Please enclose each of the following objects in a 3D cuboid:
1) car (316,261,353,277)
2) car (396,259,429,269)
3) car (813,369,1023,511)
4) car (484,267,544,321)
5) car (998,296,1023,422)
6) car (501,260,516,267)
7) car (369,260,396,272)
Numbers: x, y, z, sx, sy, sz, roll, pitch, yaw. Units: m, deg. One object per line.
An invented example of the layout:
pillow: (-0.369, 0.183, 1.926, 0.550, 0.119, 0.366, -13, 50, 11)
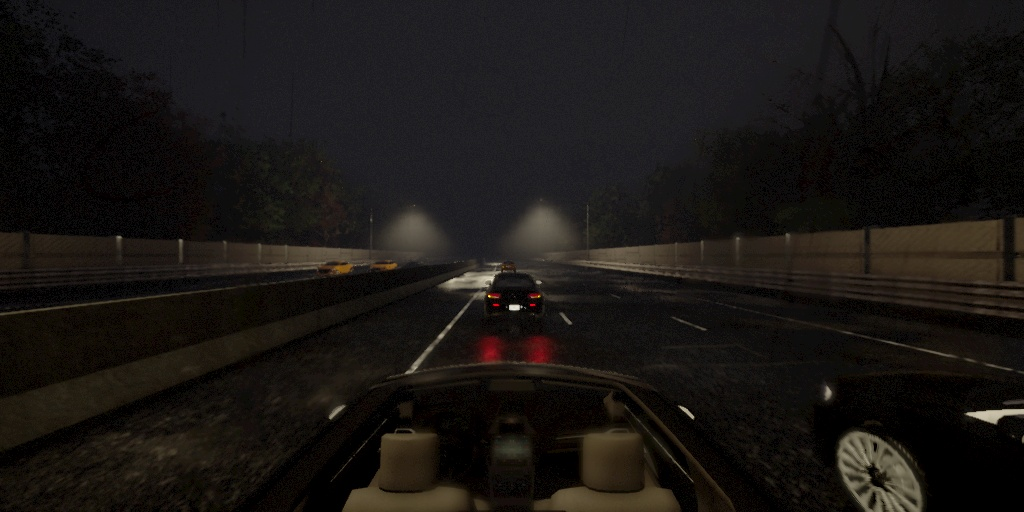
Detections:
car: (-17.961, 1.240, 36.531, 1.882, 1.535, 5.008, 0, 0, -1)
car: (-11.042, 1.311, 40.677, 2.033, 1.411, 5.357, 0, 0, -1)
car: (3.591, 1.240, 1.175, 2.128, 1.511, 4.902, 0, 0, 0)
car: (0.054, 1.280, 12.349, 1.812, 1.442, 4.674, 0, 0, 0)
car: (7.091, 1.253, 2.107, 1.837, 1.490, 4.892, 0, 0, 0)
car: (-0.443, 1.222, 44.597, 1.801, 1.575, 5.366, 0, 0, -1)
car: (-14.542, 1.241, 40.746, 1.882, 1.535, 5.008, 0, 0, -1)
